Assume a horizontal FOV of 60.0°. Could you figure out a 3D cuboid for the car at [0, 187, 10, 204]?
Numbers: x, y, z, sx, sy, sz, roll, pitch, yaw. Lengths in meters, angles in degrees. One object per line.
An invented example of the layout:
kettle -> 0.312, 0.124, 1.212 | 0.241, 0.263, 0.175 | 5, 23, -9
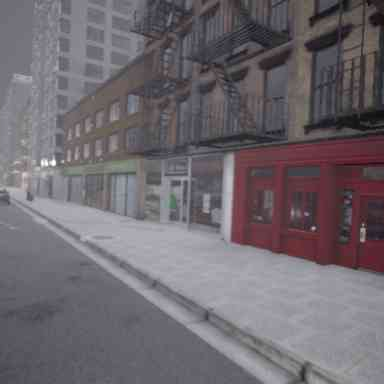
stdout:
car -> -17.585, 0.255, 30.019 | 2.128, 1.511, 4.902 | 2, 1, -33
